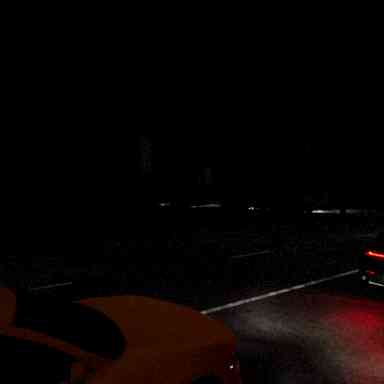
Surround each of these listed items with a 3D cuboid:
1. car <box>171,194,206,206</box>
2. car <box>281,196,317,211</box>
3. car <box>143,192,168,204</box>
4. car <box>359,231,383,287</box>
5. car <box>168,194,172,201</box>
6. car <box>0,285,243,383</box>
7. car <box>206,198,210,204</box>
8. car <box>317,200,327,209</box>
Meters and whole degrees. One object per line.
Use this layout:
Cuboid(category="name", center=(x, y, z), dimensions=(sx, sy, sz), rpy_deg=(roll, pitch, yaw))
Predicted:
Cuboid(category="car", center=(-0.589, 1.293, 50.959), dimensions=(1.837, 1.490, 4.892), rpy_deg=(-1, 0, -39))
Cuboid(category="car", center=(10.978, 1.343, 36.549), dimensions=(1.994, 1.385, 4.181), rpy_deg=(-1, 0, -39))
Cuboid(category="car", center=(-7.140, 1.016, 59.180), dimensions=(2.150, 2.045, 5.566), rpy_deg=(-1, 0, -38))
Cuboid(category="car", center=(5.900, 1.466, 7.959), dimensions=(4.892, 1.490, 1.837), rpy_deg=(-1, 0, -35))
Cuboid(category="car", center=(-4.544, 1.225, 72.850), dimensions=(2.128, 1.511, 4.902), rpy_deg=(-1, 0, -38))
Cuboid(category="car", center=(-1.812, 1.478, 2.437), dimensions=(5.008, 1.535, 1.882), rpy_deg=(0, 0, -36))
Cuboid(category="car", center=(0.924, 1.249, 54.672), dimensions=(2.128, 1.511, 4.902), rpy_deg=(-1, 0, -39))
Cuboid(category="car", center=(13.387, 1.225, 39.136), dimensions=(1.882, 1.535, 5.008), rpy_deg=(-1, 0, -39))
